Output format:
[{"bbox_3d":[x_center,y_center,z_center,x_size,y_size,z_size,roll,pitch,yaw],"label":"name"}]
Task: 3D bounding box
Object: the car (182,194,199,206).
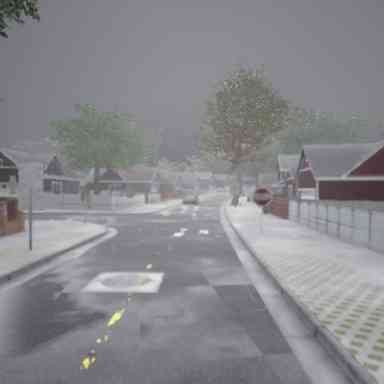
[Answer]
[{"bbox_3d":[-0.127,1.067,45.734,1.882,1.535,5.008,0,2,6],"label":"car"}]
